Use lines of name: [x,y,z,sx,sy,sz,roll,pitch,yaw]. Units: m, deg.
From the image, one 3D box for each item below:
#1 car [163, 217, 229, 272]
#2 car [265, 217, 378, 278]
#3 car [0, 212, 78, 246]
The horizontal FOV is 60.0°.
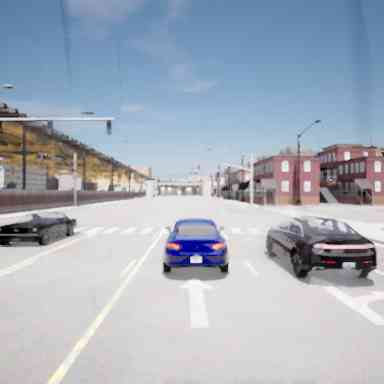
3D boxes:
car: [0.103,1.531,10.648,1.812,1.442,4.674,0,0,0]
car: [3.606,1.497,10.157,2.128,1.511,4.902,0,0,-1]
car: [-7.014,1.608,15.479,1.895,1.301,4.718,0,0,0]
